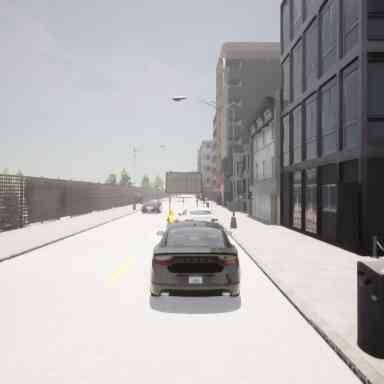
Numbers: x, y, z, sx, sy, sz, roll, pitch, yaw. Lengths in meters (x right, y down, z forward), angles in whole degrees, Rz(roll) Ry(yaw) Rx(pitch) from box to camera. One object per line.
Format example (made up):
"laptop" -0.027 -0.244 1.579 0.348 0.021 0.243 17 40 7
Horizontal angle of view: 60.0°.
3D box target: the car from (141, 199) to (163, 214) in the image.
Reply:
"car" -4.142 1.491 34.874 2.128 1.511 4.902 0 0 0

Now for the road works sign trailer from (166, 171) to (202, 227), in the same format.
"road works sign trailer" -0.572 0.464 21.491 2.380 3.560 2.880 0 0 -16

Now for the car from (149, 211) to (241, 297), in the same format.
"car" 0.064 1.478 8.627 1.882 1.535 5.008 0 0 0

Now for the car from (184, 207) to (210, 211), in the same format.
"car" 0.265 1.542 17.980 1.812 1.442 4.674 0 -1 -6
